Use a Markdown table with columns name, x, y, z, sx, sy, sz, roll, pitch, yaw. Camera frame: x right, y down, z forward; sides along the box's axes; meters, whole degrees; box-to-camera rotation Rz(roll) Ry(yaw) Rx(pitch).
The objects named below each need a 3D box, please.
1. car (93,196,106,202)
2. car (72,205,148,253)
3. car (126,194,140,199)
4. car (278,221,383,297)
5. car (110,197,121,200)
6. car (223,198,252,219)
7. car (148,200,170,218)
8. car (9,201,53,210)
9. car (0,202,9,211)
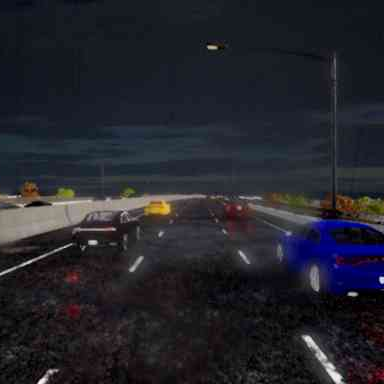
| name | x | y | z | sx | sy | sz | roll | pitch | yaw |
| --- | --- | --- | --- | --- | --- | --- | --- | --- | --- |
| car | -19.536 | 1.637 | 70.425 | 1.812 | 1.442 | 4.674 | 0 | 0 | 2 |
| car | -3.332 | 1.491 | 13.675 | 2.128 | 1.511 | 4.902 | 0 | 0 | 1 |
| car | -12.511 | 1.341 | 70.923 | 2.150 | 2.045 | 5.566 | 0 | 0 | 2 |
| car | 3.627 | 1.477 | 8.634 | 1.882 | 1.535 | 5.008 | 0 | 0 | 0 |
| car | -16.039 | 1.666 | 70.271 | 1.994 | 1.385 | 4.181 | 0 | 0 | 2 |
| car | 3.866 | 1.370 | 28.857 | 2.097 | 1.767 | 4.553 | 0 | 0 | 1 |
| car | -3.103 | 1.497 | 30.696 | 1.882 | 1.535 | 5.008 | 0 | 0 | 1 |
| car | -13.819 | 1.542 | 29.568 | 1.812 | 1.442 | 4.674 | 0 | 0 | 1 |
| car | -17.327 | 1.563 | 29.394 | 2.033 | 1.411 | 5.357 | 0 | 0 | 1 |
